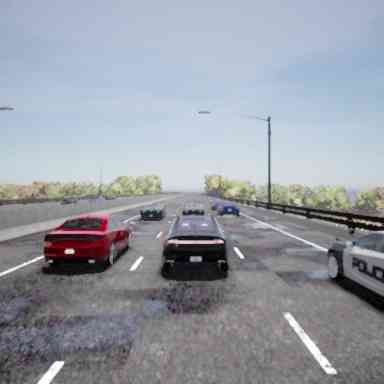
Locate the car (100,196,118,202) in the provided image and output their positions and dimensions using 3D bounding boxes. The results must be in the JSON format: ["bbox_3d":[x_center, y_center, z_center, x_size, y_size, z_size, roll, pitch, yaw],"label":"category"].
[{"bbox_3d":[-14.014,1.647,58.020,1.837,1.490,4.892,0,0,1],"label":"car"}]

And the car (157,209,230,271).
[{"bbox_3d":[0.103,1.522,10.982,2.128,1.511,4.902,0,0,0],"label":"car"}]

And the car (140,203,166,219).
[{"bbox_3d":[-3.388,1.679,29.788,1.895,1.301,4.718,0,0,0],"label":"car"}]

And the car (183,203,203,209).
[{"bbox_3d":[0.112,1.681,29.962,1.895,1.301,4.718,0,0,0],"label":"car"}]

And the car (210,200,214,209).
[{"bbox_3d":[3.532,1.670,45.287,2.033,1.411,5.357,0,0,0],"label":"car"}]

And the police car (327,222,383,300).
[{"bbox_3d":[4.552,1.448,7.106,1.930,1.638,5.238,0,0,0],"label":"police car"}]

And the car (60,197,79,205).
[{"bbox_3d":[-21.008,1.641,57.450,1.837,1.490,4.892,0,0,1],"label":"car"}]

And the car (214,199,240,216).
[{"bbox_3d":[3.588,1.656,33.409,1.994,1.385,4.181,0,0,0],"label":"car"}]

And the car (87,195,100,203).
[{"bbox_3d":[-17.495,1.501,60.772,2.097,1.767,4.553,0,0,0],"label":"car"}]

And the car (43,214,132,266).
[{"bbox_3d":[-3.396,1.507,11.711,1.882,1.535,5.008,0,0,0],"label":"car"}]
